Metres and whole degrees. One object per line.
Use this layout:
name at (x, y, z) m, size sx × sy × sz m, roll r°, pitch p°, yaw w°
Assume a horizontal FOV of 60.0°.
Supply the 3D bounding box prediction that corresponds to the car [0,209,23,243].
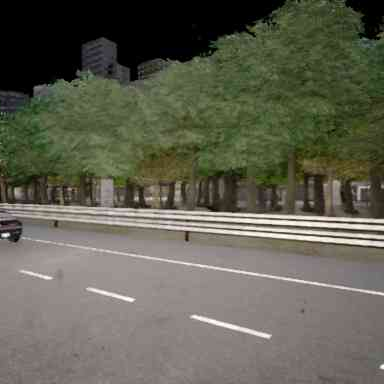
car at (-9.527, 1.510, 14.970) m, size 4.892 × 1.490 × 1.837 m, roll 0°, pitch 0°, yaw 36°
